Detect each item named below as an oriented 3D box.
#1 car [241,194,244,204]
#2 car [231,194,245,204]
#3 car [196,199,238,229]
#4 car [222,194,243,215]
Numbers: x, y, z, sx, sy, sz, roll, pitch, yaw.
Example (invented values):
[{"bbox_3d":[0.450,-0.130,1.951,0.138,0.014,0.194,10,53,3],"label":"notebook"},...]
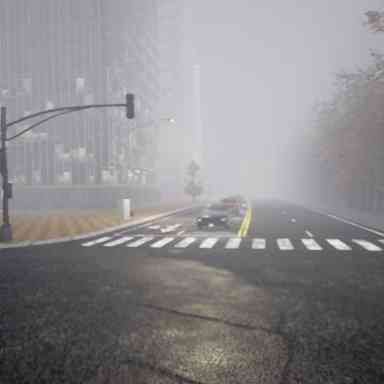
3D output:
[{"bbox_3d":[5.210,1.182,40.477,2.128,1.511,4.902,-1,0,10],"label":"car"},{"bbox_3d":[7.438,1.081,53.315,2.128,1.511,4.902,-1,0,10],"label":"car"},{"bbox_3d":[1.549,1.407,20.850,2.033,1.411,5.357,-1,0,11],"label":"car"},{"bbox_3d":[3.407,1.252,30.564,1.882,1.535,5.008,-1,0,10],"label":"car"}]
